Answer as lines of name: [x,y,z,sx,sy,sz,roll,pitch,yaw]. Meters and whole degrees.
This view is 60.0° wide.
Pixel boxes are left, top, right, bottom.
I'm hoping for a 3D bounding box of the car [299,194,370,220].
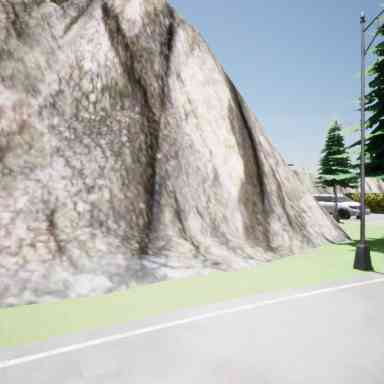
car: [12.215,1.222,28.416,2.150,2.045,5.566,0,0,-27]
